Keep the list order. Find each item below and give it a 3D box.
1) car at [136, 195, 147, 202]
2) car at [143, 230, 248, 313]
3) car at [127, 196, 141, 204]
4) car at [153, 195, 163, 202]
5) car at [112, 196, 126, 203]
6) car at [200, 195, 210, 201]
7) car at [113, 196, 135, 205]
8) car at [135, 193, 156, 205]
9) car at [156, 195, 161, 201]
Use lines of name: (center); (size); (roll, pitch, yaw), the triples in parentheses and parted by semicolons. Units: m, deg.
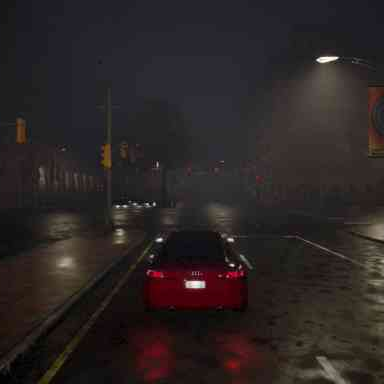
car: (-11.544, 1.478, 76.597); (1.882, 1.535, 5.008); (0, 0, 0)
car: (0.070, 1.564, 7.736); (1.994, 1.385, 4.181); (0, 0, 0)
car: (-11.565, 1.564, 66.178); (1.994, 1.385, 4.181); (0, 0, 0)
car: (-8.045, 1.500, 78.602); (1.837, 1.490, 4.892); (0, 0, 0)
car: (-14.789, 1.595, 67.840); (1.895, 1.301, 4.718); (0, 0, 0)
car: (3.452, 1.553, 83.790); (1.994, 1.385, 4.181); (0, 0, 0)
car: (-11.615, 1.564, 56.884); (1.994, 1.385, 4.181); (0, 0, 0)
car: (-8.114, 1.221, 58.599); (2.150, 2.045, 5.566); (0, 0, 0)
car: (-8.044, 1.601, 68.399); (1.895, 1.301, 4.718); (0, 0, 0)
